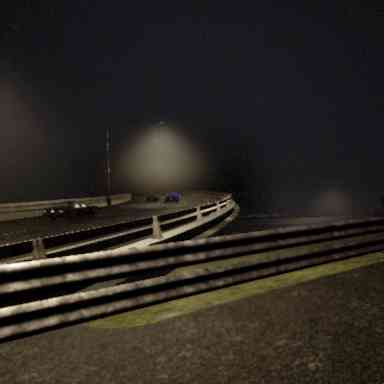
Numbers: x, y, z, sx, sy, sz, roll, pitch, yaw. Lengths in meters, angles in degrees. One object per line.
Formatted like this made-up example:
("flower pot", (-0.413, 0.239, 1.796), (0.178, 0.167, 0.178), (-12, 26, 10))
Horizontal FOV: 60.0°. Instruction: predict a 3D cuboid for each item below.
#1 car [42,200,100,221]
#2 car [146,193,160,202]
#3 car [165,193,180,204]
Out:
("car", (-9.104, 1.348, 25.523), (2.033, 1.411, 5.357), (-1, 1, 13))
("car", (-6.363, 0.886, 54.207), (1.994, 1.385, 4.181), (-1, 1, -2))
("car", (-2.806, 0.821, 48.153), (1.882, 1.535, 5.008), (-1, 1, 1))
